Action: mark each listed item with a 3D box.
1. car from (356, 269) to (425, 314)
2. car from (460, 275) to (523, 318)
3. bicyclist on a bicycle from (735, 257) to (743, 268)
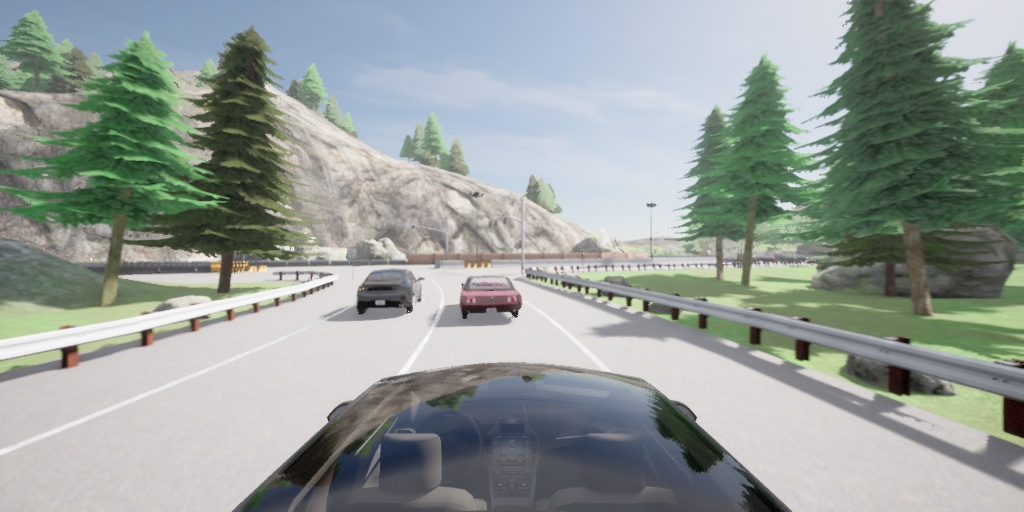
[{"bbox_3d":[-4.578,1.243,13.873,1.837,1.490,4.892,0,0,-9],"label":"car"},{"bbox_3d":[-0.876,1.321,12.807,1.895,1.301,4.718,0,0,-7],"label":"car"},{"bbox_3d":[31.213,0.908,49.216,0.582,1.620,1.656,0,4,-23],"label":"bicyclist on a bicycle"}]
